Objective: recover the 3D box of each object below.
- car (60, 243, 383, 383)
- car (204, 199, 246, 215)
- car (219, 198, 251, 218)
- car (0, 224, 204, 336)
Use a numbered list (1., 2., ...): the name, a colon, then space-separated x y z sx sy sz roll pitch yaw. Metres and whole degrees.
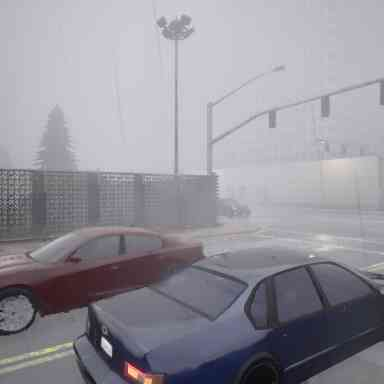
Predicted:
1. car: 1.228 1.547 4.674 5.357 1.411 2.033 0 0 -35
2. car: 3.355 1.470 34.713 1.812 1.442 4.674 0 0 -35
3. car: 3.033 1.297 29.120 2.097 1.767 4.553 0 0 -35
4. car: -1.999 1.477 6.864 5.008 1.535 1.882 0 0 -35
